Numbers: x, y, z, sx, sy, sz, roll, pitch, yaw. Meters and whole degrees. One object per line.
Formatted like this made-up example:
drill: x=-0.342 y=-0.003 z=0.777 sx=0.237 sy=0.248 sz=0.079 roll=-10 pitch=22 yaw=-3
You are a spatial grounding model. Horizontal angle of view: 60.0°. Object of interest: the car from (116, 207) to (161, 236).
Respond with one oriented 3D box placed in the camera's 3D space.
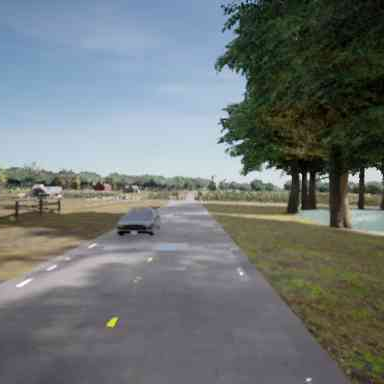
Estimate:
car: x=-2.760 y=1.551 z=18.453 sx=2.033 sy=1.411 sz=5.357 roll=0 pitch=0 yaw=0
